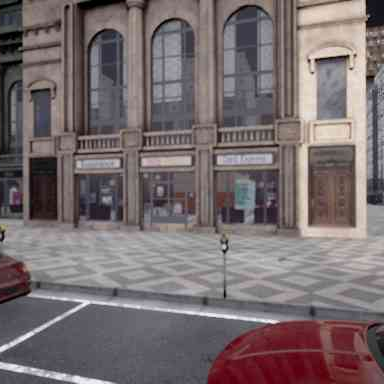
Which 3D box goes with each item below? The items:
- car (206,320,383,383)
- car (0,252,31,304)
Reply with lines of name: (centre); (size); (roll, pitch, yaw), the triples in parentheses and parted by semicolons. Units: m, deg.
car: (2.535, 1.478, 2.085); (5.008, 1.535, 1.882); (0, 0, 15)
car: (-5.156, 1.578, 6.435); (4.206, 1.307, 1.802); (0, 0, 17)
